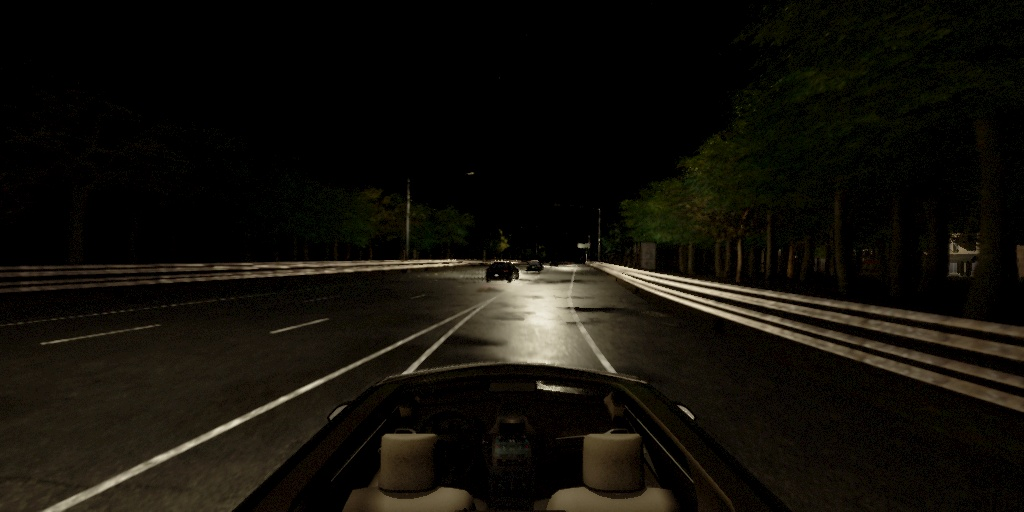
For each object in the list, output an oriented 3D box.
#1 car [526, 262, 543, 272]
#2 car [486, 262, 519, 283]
[{"bbox_3d":[3.126,1.439,48.829,1.994,1.385,4.181,1,0,10],"label":"car"},{"bbox_3d":[-0.666,1.239,28.031,1.882,1.535,5.008,1,0,10],"label":"car"}]
